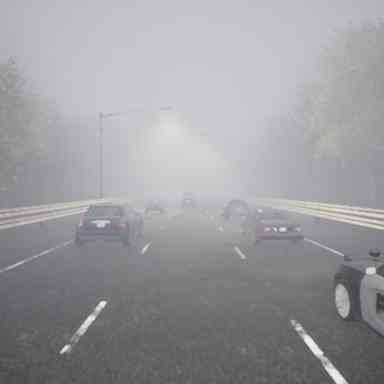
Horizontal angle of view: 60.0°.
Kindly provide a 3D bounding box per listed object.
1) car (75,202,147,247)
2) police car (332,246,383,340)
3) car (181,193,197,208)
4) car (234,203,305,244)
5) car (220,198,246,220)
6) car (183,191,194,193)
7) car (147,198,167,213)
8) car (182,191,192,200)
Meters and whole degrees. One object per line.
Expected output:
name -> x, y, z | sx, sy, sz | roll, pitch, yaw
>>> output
car -> -3.460, 1.263, 14.701 | 2.097, 1.767, 4.553 | 0, 0, 0
police car -> 3.494, 1.399, 4.214 | 1.930, 1.638, 5.238 | 0, 0, 0
car -> -0.433, 1.233, 43.810 | 2.163, 1.488, 4.792 | 0, 0, -1
car -> 3.444, 1.455, 15.142 | 2.033, 1.411, 5.357 | 0, 0, 0
car -> 3.347, 1.271, 26.178 | 2.033, 1.649, 4.856 | 0, 0, -1
car -> -0.566, 0.875, 56.053 | 2.150, 2.045, 5.566 | 0, 1, -1
car -> -3.652, 1.339, 33.819 | 2.033, 1.411, 5.357 | 0, 0, -1
car -> -1.140, 0.754, 74.718 | 2.150, 2.045, 5.566 | 0, 0, -2
